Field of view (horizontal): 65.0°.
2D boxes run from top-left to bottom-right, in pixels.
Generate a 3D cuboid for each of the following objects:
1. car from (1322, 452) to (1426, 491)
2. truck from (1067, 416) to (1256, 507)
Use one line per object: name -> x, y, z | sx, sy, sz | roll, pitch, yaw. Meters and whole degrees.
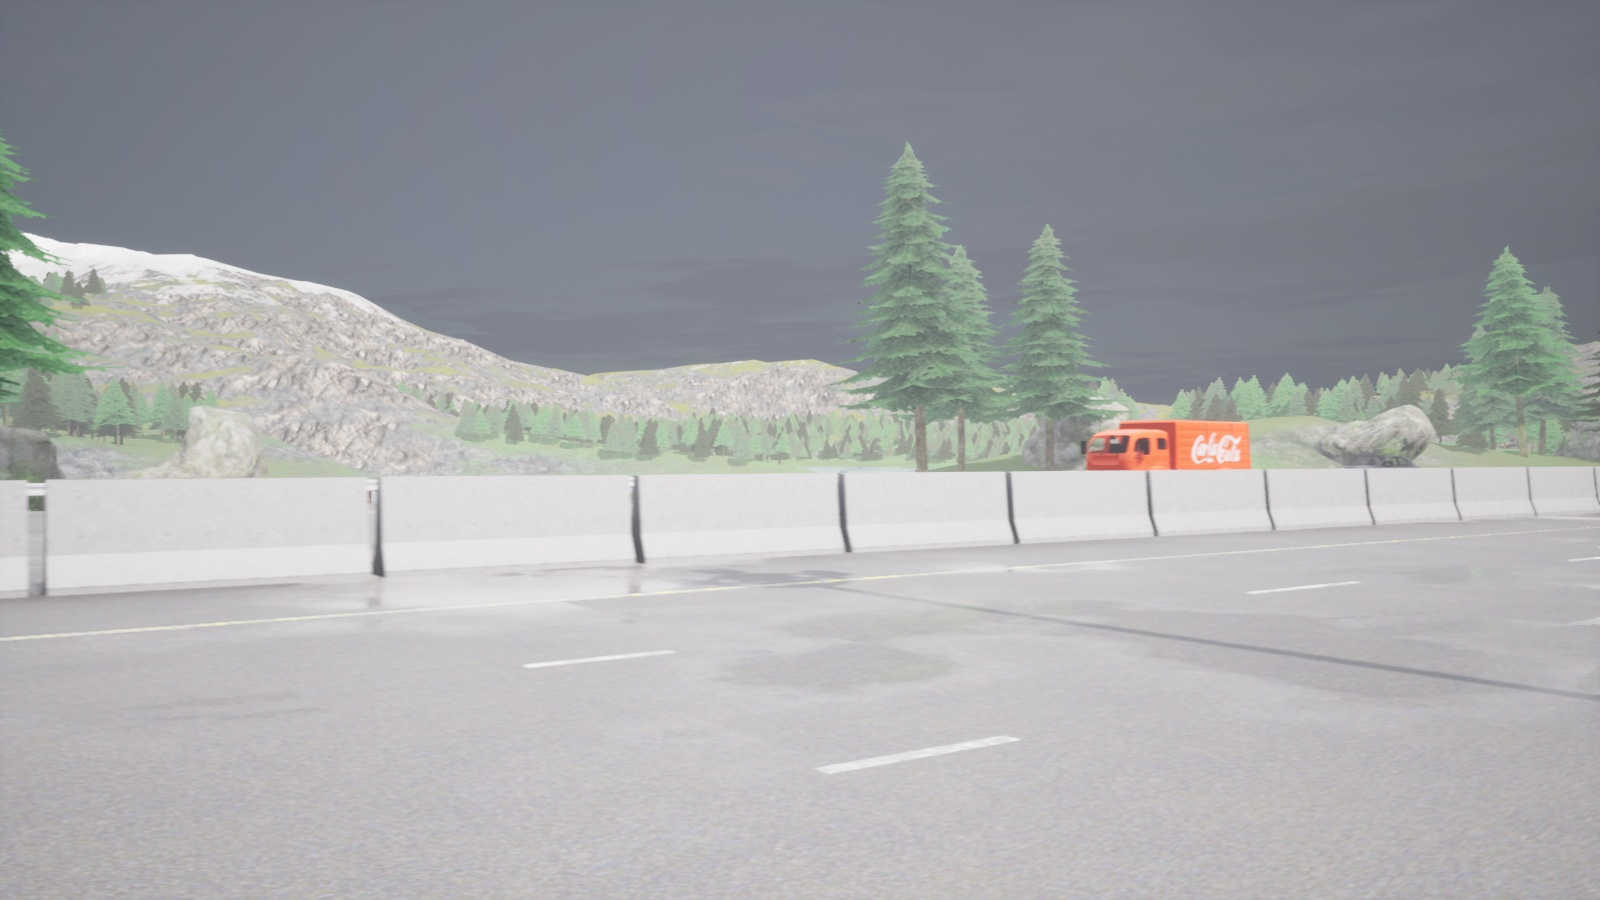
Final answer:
car -> 22.558, 0.825, 49.321 | 4.193, 1.474, 1.816 | 0, 0, -34
truck -> 10.596, 0.319, 36.713 | 5.204, 2.467, 2.627 | 0, 0, -35
